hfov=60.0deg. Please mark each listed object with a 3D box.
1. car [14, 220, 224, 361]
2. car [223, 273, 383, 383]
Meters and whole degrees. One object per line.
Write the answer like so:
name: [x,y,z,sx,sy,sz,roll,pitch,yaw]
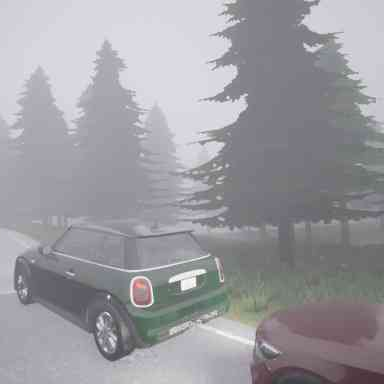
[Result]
car: [-1.576,1.308,6.221,4.553,1.767,2.097,1,1,44]
car: [2.749,1.531,2.595,4.674,1.442,1.812,1,0,36]
